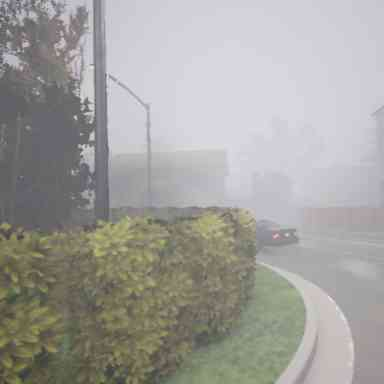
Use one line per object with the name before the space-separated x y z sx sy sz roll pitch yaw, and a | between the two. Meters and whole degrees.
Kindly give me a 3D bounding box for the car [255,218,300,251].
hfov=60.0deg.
car | 2.657 1.996 16.434 2.033 1.411 5.357 0 -2 -36
